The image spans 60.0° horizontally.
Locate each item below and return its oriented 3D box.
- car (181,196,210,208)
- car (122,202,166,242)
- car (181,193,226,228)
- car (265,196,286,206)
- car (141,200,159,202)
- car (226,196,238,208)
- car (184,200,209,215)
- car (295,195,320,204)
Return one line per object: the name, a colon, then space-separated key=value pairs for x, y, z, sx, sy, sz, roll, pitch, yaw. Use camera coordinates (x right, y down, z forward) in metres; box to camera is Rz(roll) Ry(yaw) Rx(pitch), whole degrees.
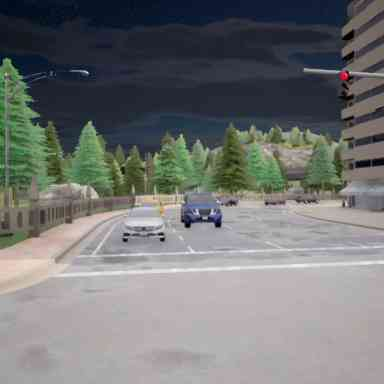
car: x=0.567 y=1.311 z=45.324 sx=2.128 sy=1.511 sz=4.902 roll=0 pitch=0 yaw=25
car: x=-2.288 y=1.440 z=16.024 sx=1.812 sy=1.442 sz=4.674 roll=0 pitch=0 yaw=-7
car: x=0.469 y=1.119 z=21.642 sx=2.150 sy=2.045 sz=5.566 roll=0 pitch=0 yaw=-6
car: x=12.937 y=1.369 z=51.405 sx=1.994 sy=1.385 sz=4.181 roll=0 pitch=0 yaw=41
car: x=-3.210 y=1.361 z=25.315 sx=1.882 sy=1.535 sz=5.008 roll=0 pitch=0 yaw=-2
car: x=4.840 y=1.309 z=46.110 sx=2.128 sy=1.511 sz=4.902 roll=0 pitch=0 yaw=29
car: x=0.525 y=1.461 z=32.964 sx=1.895 sy=1.301 sz=4.718 roll=0 pitch=0 yaw=9
car: x=20.239 y=1.278 z=58.194 sx=4.902 sy=1.511 sz=2.128 roll=0 pitch=0 yaw=-31
